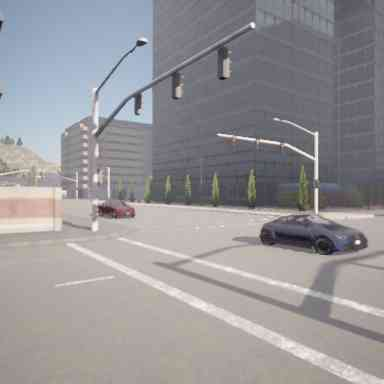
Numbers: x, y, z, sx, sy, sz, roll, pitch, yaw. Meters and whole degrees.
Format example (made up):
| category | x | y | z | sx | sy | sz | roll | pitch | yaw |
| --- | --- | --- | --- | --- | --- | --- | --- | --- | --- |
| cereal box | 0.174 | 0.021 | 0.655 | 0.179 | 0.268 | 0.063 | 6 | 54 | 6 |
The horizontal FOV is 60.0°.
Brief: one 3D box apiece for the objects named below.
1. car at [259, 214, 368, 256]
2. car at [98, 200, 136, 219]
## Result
| category | x | y | z | sx | sy | sz | roll | pitch | yaw |
| --- | --- | --- | --- | --- | --- | --- | --- | --- | --- |
| car | 4.752 | 1.604 | 13.494 | 1.994 | 1.385 | 4.181 | 0 | 0 | -36 |
| car | -6.734 | 1.517 | 29.503 | 1.882 | 1.535 | 5.008 | 0 | 0 | -36 |
